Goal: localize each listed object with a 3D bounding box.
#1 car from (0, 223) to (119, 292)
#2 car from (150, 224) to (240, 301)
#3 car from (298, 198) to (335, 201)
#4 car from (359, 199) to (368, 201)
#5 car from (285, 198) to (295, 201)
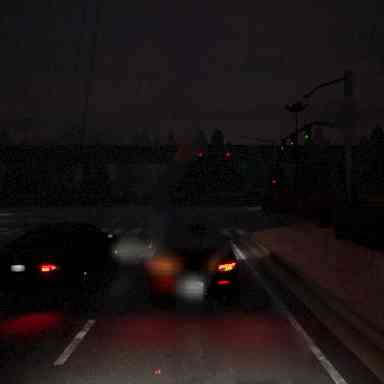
[{"bbox_3d":[-3.420,1.547,9.050,2.033,1.411,5.357,0,0,0],"label":"car"},{"bbox_3d":[0.072,1.526,8.229,1.812,1.442,4.674,0,0,0],"label":"car"},{"bbox_3d":[16.920,1.491,43.340,4.902,1.511,2.128,0,0,0],"label":"car"},{"bbox_3d":[23.228,1.601,46.813,4.718,1.301,1.895,0,0,0],"label":"car"},{"bbox_3d":[14.121,1.526,46.855,4.674,1.442,1.812,0,0,2],"label":"car"}]
